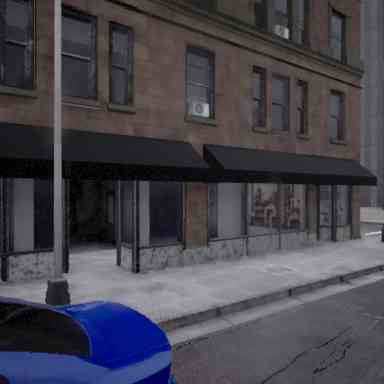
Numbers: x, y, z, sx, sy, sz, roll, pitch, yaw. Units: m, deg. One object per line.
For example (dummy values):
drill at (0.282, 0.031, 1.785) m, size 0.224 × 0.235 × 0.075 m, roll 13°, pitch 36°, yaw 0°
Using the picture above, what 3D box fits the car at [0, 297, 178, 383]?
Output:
car at (-2.417, 1.477, 1.681) m, size 5.008 × 1.535 × 1.882 m, roll 0°, pitch 0°, yaw -36°
